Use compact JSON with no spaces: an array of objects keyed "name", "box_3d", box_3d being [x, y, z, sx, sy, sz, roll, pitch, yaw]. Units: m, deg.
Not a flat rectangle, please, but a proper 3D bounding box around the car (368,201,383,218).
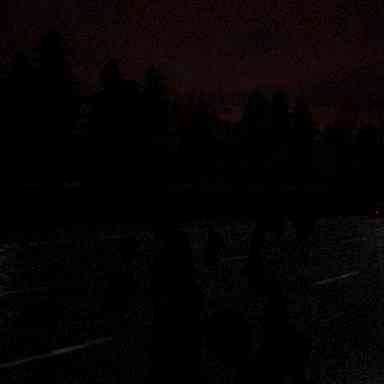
[{"name":"car","box_3d":[17.323,1.528,28.984,5.008,1.535,1.882,0,0,-35]}]
